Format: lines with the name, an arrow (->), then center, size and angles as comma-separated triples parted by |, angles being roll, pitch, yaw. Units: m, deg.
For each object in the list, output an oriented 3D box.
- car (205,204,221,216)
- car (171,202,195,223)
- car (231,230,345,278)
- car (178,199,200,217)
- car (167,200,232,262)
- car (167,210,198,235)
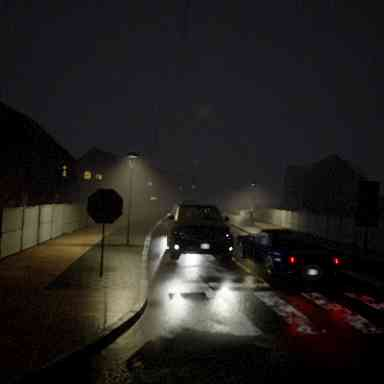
car -> 3.160, 2.634, 49.898 | 2.033, 1.411, 5.357 | 3, -1, 7
car -> -0.823, 1.997, 33.647 | 2.097, 1.767, 4.553 | 3, -1, 1
car -> 3.003, 1.942, 11.325 | 1.895, 1.301, 4.718 | 3, -1, -8
car -> -0.299, 2.067, 44.527 | 2.150, 2.045, 5.566 | 3, -1, 8
car -> 0.143, 1.476, 13.645 | 2.150, 2.045, 5.566 | 3, -1, -6
car -> -0.672, 2.043, 23.327 | 1.895, 1.301, 4.718 | 3, -1, -2
